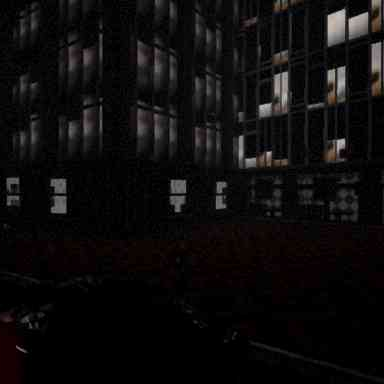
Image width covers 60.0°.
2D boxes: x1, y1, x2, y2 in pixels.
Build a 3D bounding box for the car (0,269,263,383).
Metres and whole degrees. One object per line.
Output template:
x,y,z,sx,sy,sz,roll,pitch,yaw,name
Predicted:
-1.290,1.580,3.793,4.206,1.307,1.802,0,0,35,car
